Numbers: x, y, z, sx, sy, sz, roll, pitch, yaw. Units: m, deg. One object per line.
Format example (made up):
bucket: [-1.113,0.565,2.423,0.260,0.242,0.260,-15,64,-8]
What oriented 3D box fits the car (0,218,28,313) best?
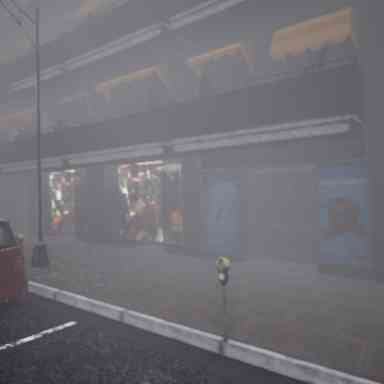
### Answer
car: [-5.147,1.315,6.376,5.009,1.841,2.192,0,-1,36]
